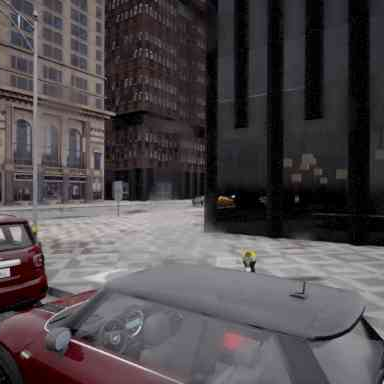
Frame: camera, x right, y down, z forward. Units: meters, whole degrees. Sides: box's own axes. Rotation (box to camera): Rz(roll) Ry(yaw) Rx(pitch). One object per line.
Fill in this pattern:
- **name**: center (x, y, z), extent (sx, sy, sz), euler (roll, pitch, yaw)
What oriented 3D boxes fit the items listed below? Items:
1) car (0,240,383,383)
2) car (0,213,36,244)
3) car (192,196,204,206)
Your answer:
- **car**: center (-0.259, 1.440, 3.144), extent (4.097, 1.590, 1.967), euler (0, 0, 35)
- **car**: center (-4.821, 1.314, 6.396), extent (5.009, 1.841, 2.192), euler (0, 0, 35)
- **car**: center (1.930, 1.374, 52.075), extent (2.128, 1.511, 4.902), euler (0, 0, 36)
